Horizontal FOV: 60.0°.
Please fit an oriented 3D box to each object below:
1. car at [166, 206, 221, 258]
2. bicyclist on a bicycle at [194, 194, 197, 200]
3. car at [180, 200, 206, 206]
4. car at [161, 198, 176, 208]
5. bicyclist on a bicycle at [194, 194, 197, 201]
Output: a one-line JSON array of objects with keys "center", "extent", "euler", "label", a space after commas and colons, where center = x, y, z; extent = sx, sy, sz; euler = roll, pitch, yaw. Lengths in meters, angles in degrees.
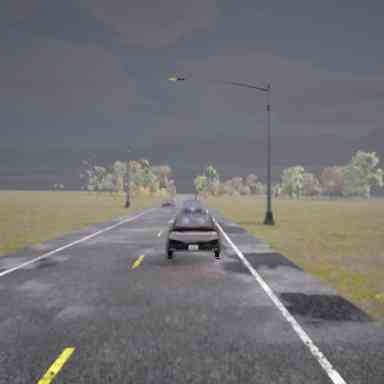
[{"center": [0.069, 1.520, 12.814], "extent": [2.128, 1.511, 4.902], "euler": [0, 0, 0], "label": "car"}, {"center": [0.949, 1.604, 79.865], "extent": [0.582, 1.620, 1.656], "euler": [0, 0, 0], "label": "bicyclist on a bicycle"}, {"center": [0.065, 1.408, 27.621], "extent": [2.097, 1.767, 4.553], "euler": [0, 0, 0], "label": "car"}, {"center": [-3.584, 1.666, 51.536], "extent": [1.994, 1.385, 4.181], "euler": [0, 0, 0], "label": "car"}, {"center": [0.946, 1.534, 88.860], "extent": [0.659, 1.776, 1.843], "euler": [0, 0, 0], "label": "bicyclist on a bicycle"}]
